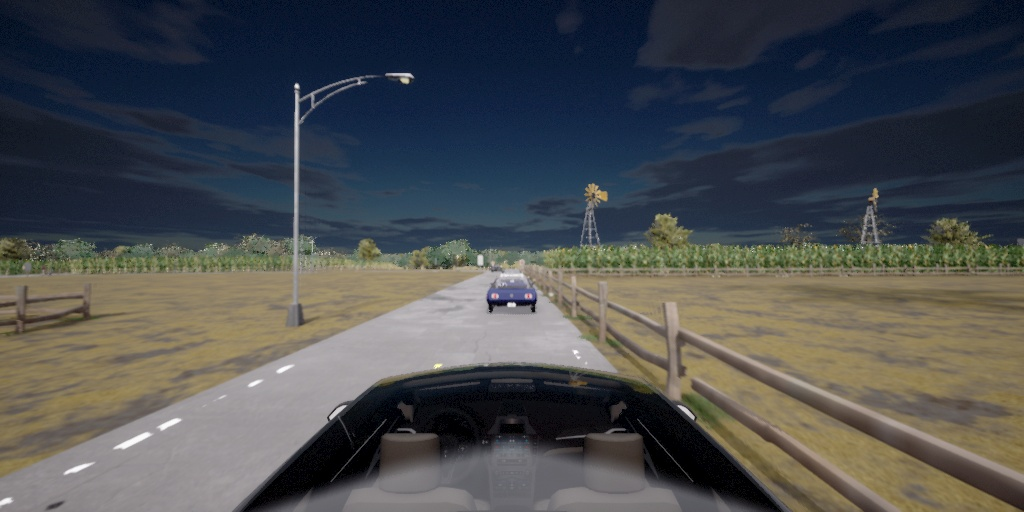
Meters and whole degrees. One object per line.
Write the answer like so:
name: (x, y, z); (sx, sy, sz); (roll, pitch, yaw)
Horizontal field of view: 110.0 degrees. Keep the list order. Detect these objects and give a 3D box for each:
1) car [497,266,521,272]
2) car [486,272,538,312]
car: (0.007, 1.709, 30.111); (1.895, 1.301, 4.718); (0, -1, 0)
car: (0.014, 1.501, 15.113); (1.895, 1.301, 4.718); (0, -1, 1)
